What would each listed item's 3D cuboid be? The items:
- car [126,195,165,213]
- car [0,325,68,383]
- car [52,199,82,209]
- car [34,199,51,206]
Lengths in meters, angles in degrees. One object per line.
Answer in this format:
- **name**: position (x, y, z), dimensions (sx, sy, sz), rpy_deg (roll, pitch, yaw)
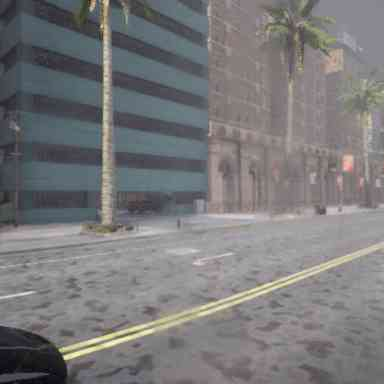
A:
- **car**: position (-4.967, 1.352, 38.943), dimensions (2.435, 2.045, 5.566), rpy_deg (-1, -1, 45)
- **car**: position (-3.233, 1.504, 1.642), dimensions (5.008, 1.535, 1.882), rpy_deg (0, 0, -34)
- **car**: position (-18.690, 1.928, 51.370), dimensions (1.895, 1.301, 4.718), rpy_deg (-1, -1, 45)
- **car**: position (-26.636, 1.970, 59.832), dimensions (2.161, 1.482, 4.786), rpy_deg (-1, -1, 45)
